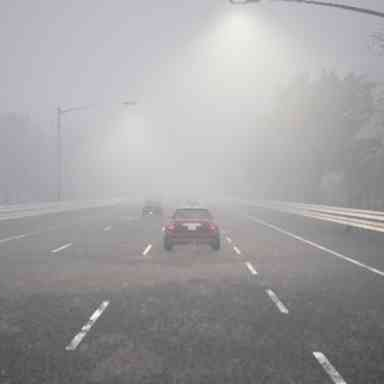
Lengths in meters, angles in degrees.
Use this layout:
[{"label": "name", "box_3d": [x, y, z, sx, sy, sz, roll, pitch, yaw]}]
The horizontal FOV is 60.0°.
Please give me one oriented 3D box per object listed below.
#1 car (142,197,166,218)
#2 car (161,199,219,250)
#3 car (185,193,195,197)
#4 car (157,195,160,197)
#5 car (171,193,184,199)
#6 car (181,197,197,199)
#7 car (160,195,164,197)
[{"label": "car", "box_3d": [-3.500, 1.533, 30.928, 1.837, 1.490, 4.892, 0, 0, 0]}, {"label": "car", "box_3d": [0.001, 1.363, 14.597, 2.097, 1.767, 4.553, 0, 0, 0]}, {"label": "car", "box_3d": [0.005, 1.553, 74.108, 1.882, 1.535, 5.008, 0, 0, 0]}, {"label": "car", "box_3d": [-6.997, 1.577, 56.191, 1.812, 1.442, 4.674, 0, 0, 0]}, {"label": "car", "box_3d": [-3.494, 1.600, 74.155, 2.128, 1.511, 4.902, 0, 0, 0]}, {"label": "car", "box_3d": [0.003, 1.597, 38.958, 1.994, 1.385, 4.181, 0, 0, 0]}, {"label": "car", "box_3d": [-6.995, 1.430, 74.145, 2.097, 1.767, 4.553, 0, 0, 0]}]
